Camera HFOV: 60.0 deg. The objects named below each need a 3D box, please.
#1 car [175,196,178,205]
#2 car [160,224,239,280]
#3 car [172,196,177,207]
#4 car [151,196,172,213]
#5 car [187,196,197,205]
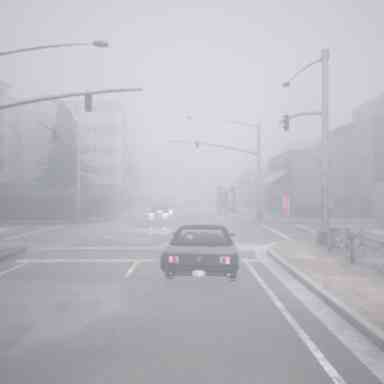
[{"bbox_3d":[-3.594,1.405,57.864,2.097,1.767,4.553,0,0,0],"label":"car"},{"bbox_3d":[0.349,1.610,9.972,1.895,1.301,4.718,0,0,5],"label":"car"},{"bbox_3d":[-3.627,1.644,47.696,1.895,1.301,4.718,0,0,0],"label":"car"},{"bbox_3d":[-3.628,1.540,38.430,1.837,1.490,4.892,0,0,0],"label":"car"},{"bbox_3d":[-0.045,1.547,60.682,2.128,1.511,4.902,0,0,0],"label":"car"}]
